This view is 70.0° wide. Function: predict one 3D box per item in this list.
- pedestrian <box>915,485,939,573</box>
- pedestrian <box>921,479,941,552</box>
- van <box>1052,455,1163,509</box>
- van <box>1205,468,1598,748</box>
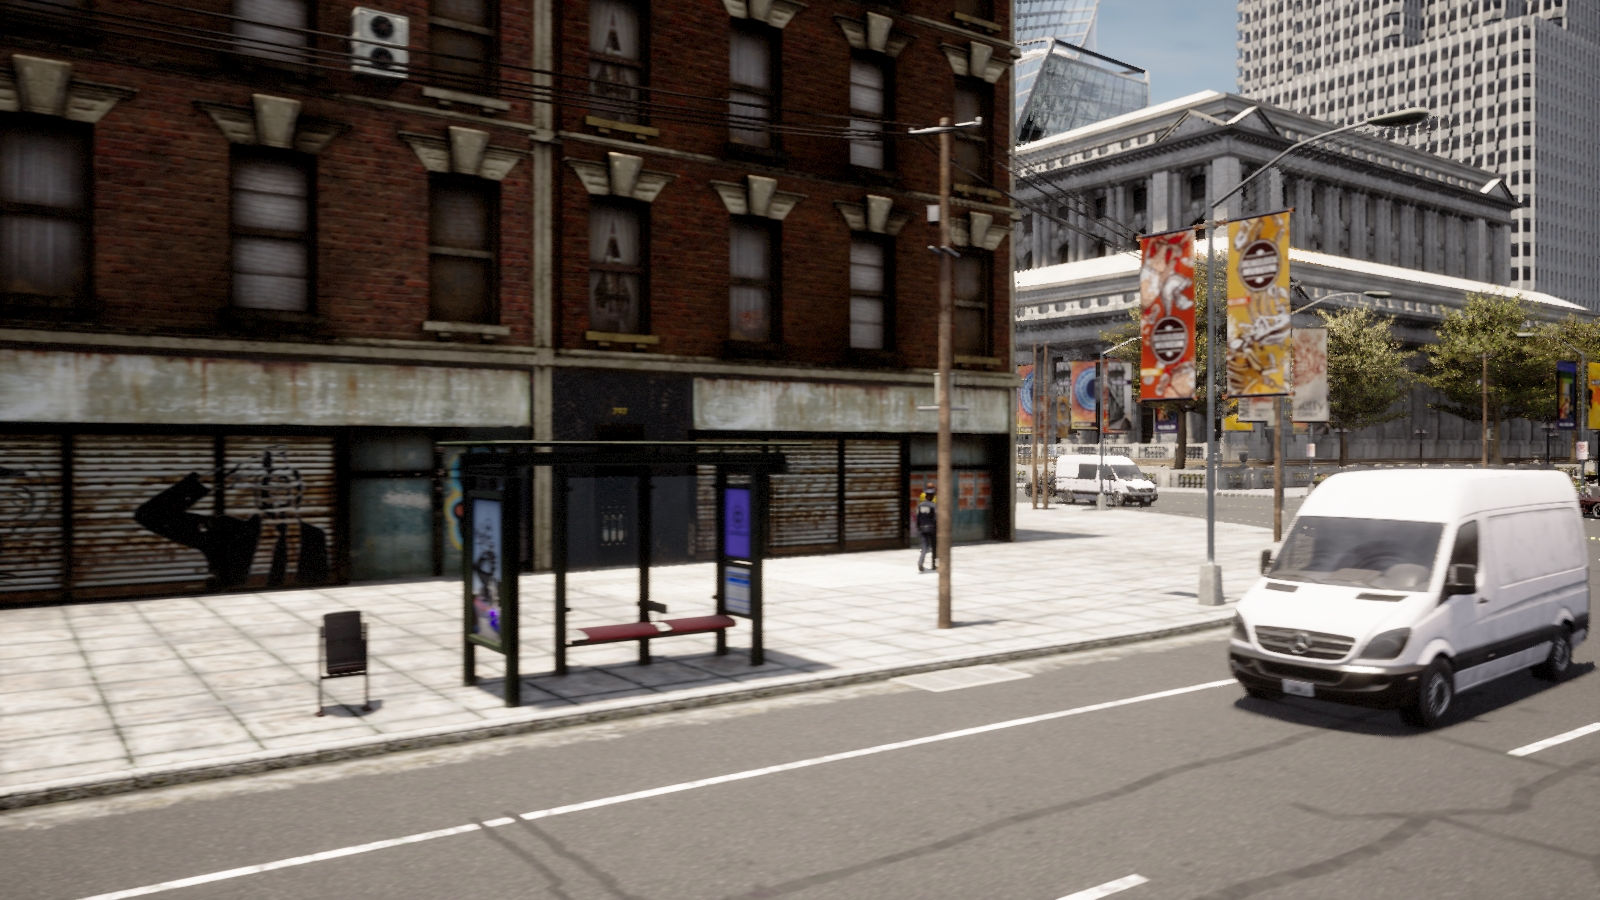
[{"bbox_3d":[2.739,1.696,24.611,0.375,1.860,0.375,0,0,34],"label":"pedestrian"},{"bbox_3d":[3.395,1.696,29.689,0.375,1.860,0.375,0,0,38],"label":"pedestrian"},{"bbox_3d":[15.471,1.534,57.858,1.988,2.561,5.915,0,0,-27],"label":"van"},{"bbox_3d":[7.277,1.534,13.449,5.915,2.561,1.988,0,0,-40],"label":"van"}]
